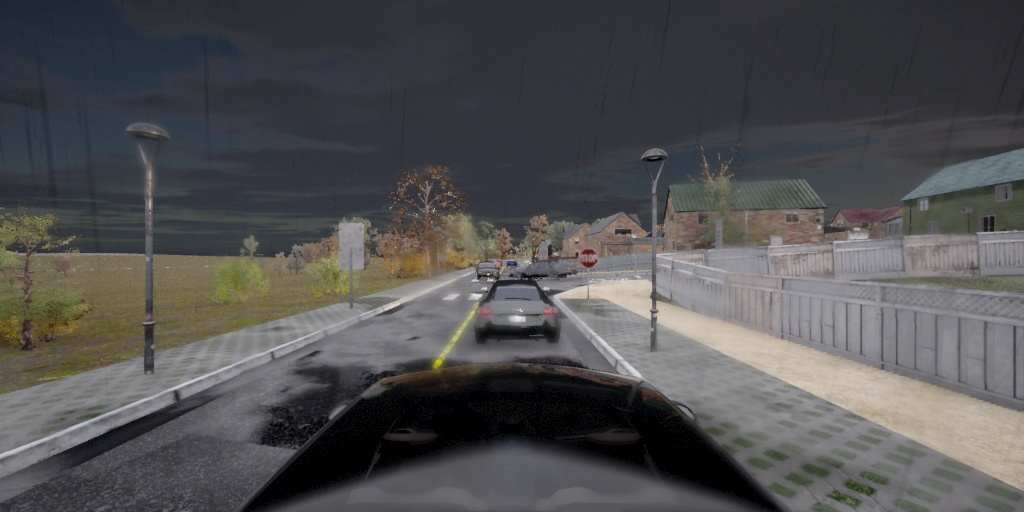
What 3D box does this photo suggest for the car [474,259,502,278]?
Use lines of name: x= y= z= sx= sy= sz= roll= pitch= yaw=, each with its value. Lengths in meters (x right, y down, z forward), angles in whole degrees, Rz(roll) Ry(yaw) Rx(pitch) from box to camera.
car: x=-2.258 y=1.257 z=31.555 sx=1.837 sy=1.490 sz=4.892 roll=0 pitch=0 yaw=-8

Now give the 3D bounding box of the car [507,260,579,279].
car: x=2.352 y=1.130 z=27.365 sx=5.357 sy=1.411 sz=2.033 roll=-5 pitch=-3 yaw=32

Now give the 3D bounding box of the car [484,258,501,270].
car: x=-2.851 y=1.121 z=52.898 sx=2.097 sy=1.767 sz=4.553 roll=0 pitch=0 yaw=2

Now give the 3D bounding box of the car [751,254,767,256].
car: x=16.200 y=0.308 z=22.576 sx=4.181 sy=1.385 sz=1.994 roll=-3 pitch=0 yaw=14

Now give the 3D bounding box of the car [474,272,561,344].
car: x=0.100 y=1.313 z=9.630 sx=1.994 sy=1.385 sz=4.181 roll=0 pitch=0 yaw=-1
